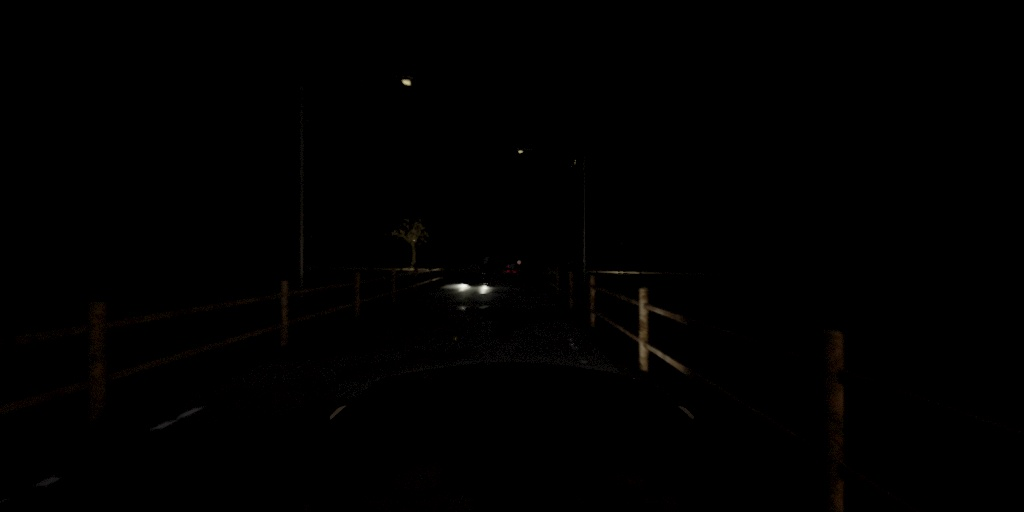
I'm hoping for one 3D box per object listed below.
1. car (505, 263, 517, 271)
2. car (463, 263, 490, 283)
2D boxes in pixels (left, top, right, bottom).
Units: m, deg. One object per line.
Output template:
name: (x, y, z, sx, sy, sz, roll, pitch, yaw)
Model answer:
car: (-0.200, 2.004, 65.075, 1.812, 1.442, 4.674, 0, -2, 0)
car: (-2.841, 1.343, 29.555, 1.882, 1.535, 5.008, 0, -1, 0)
